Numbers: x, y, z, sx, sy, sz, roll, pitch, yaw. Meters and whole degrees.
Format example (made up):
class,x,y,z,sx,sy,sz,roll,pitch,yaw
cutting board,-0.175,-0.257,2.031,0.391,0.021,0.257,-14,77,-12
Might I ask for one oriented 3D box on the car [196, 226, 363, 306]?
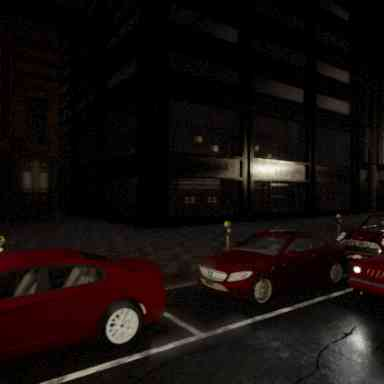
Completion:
class,x,y,z,sx,sy,sz,roll,pitch,yaw
car,2.067,1.594,7.992,4.206,1.307,1.802,0,0,-35

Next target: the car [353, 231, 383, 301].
class,x,y,z,sx,sy,sz,roll,pitch,yaw
car,5.421,1.617,7.201,4.718,1.301,1.895,0,0,-35

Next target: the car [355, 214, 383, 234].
class,x,y,z,sx,sy,sz,roll,pitch,yaw
car,6.666,1.463,11.258,4.097,1.590,1.967,0,0,-35

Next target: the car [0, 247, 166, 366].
class,x,y,z,sx,sy,sz,roll,pitch,yaw
car,-2.530,1.546,4.727,4.507,1.381,1.887,0,0,-35
